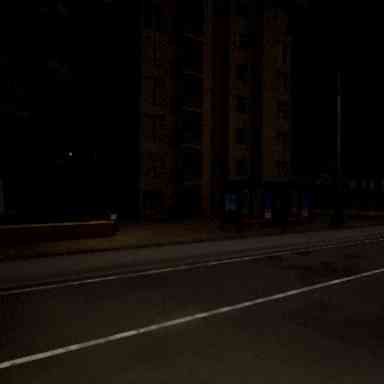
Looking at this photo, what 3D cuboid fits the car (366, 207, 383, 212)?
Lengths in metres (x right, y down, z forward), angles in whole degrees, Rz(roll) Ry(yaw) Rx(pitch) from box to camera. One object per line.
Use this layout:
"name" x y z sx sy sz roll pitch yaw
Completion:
"car" 22.843 2.498 39.994 1.994 1.385 4.181 1 -5 -36
